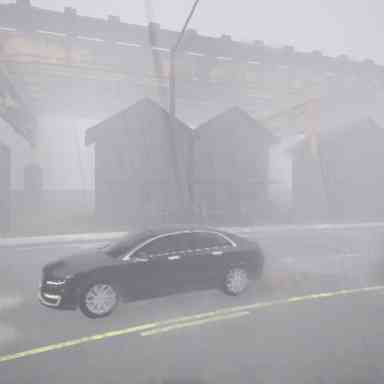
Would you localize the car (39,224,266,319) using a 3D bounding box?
[{"bbox_3d":[-0.679,1.505,7.314,4.892,1.490,1.837,0,-1,-26],"label":"car"}]
